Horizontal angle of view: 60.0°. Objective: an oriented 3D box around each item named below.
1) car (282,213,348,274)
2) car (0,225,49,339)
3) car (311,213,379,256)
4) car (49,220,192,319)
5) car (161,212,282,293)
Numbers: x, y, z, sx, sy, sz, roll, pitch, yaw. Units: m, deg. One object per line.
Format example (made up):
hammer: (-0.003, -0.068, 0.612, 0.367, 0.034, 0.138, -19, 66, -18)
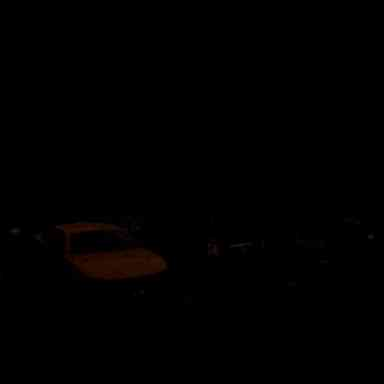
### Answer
car: (2.184, 1.520, 10.977, 2.163, 1.488, 4.792, 0, 0, -36)
car: (-4.616, 1.227, 6.118, 2.435, 2.045, 5.566, 0, 0, -36)
car: (4.415, 1.515, 12.643, 2.163, 1.488, 4.792, 0, 0, -36)
car: (-2.364, 1.491, 7.769, 2.097, 1.535, 5.008, 0, 0, -36)
car: (-0.081, 1.369, 9.355, 2.185, 1.767, 4.553, 0, 0, -36)
